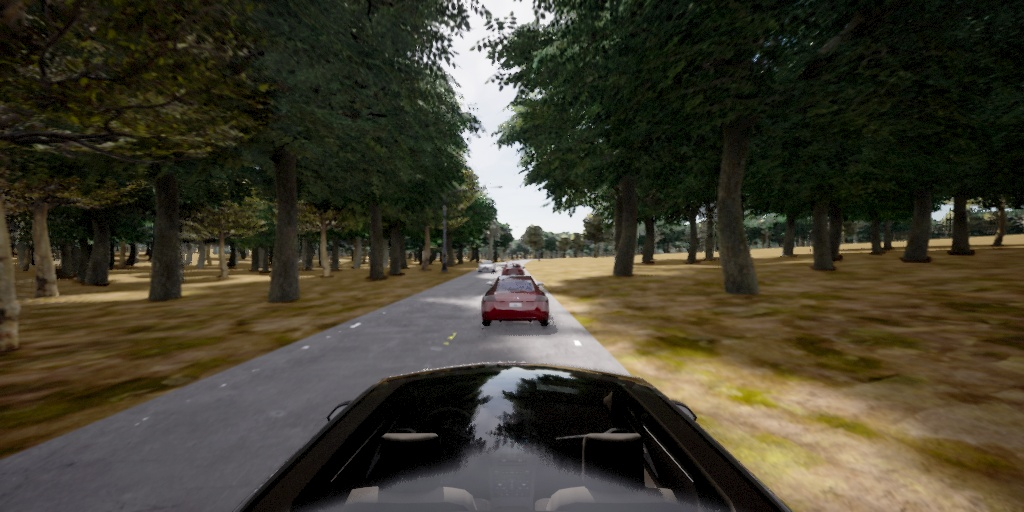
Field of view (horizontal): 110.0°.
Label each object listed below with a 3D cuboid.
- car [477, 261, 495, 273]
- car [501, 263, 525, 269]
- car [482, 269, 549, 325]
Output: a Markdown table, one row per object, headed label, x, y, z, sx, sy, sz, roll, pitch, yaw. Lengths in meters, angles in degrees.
| label | x | y | z | sx | sy | sz | roll | pitch | yaw |
| --- | --- | --- | --- | --- | --- | --- | --- | --- | --- |
| car | -3.017 | 1.278 | 43.190 | 1.812 | 1.442 | 4.674 | 0 | 0 | 0 |
| car | 0.100 | 1.279 | 29.259 | 1.812 | 1.442 | 4.674 | 0 | 0 | 0 |
| car | 0.099 | 1.312 | 11.846 | 1.994 | 1.385 | 4.181 | 0 | 0 | 0 |
